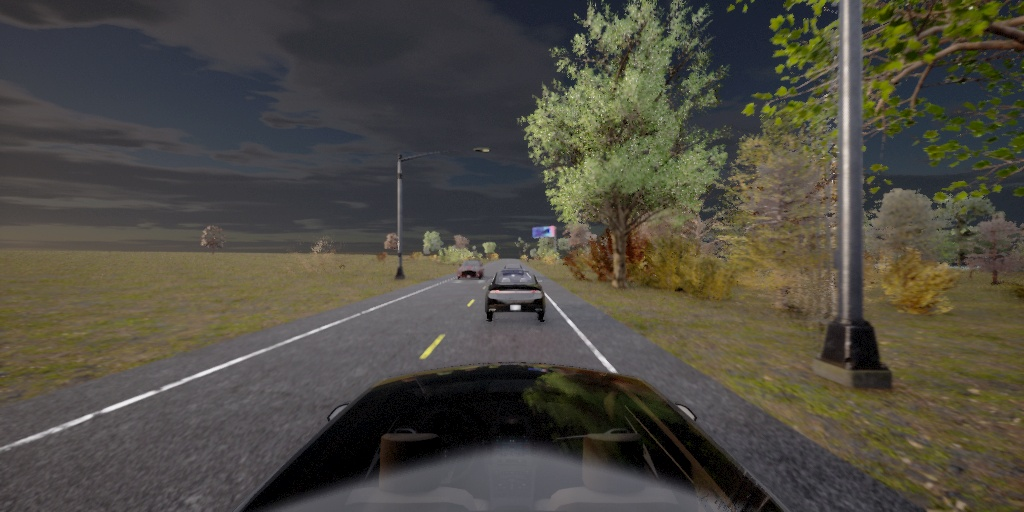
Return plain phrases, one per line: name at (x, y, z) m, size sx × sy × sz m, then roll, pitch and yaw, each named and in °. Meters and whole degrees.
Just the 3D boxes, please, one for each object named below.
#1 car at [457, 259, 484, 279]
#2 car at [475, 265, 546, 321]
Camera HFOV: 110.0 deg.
car at (-3.594, 1.115, 31.943) m, size 2.097 × 1.767 × 4.553 m, roll 0°, pitch 0°, yaw 0°
car at (0.100, 1.245, 12.569) m, size 2.128 × 1.511 × 4.902 m, roll 0°, pitch 0°, yaw 0°
